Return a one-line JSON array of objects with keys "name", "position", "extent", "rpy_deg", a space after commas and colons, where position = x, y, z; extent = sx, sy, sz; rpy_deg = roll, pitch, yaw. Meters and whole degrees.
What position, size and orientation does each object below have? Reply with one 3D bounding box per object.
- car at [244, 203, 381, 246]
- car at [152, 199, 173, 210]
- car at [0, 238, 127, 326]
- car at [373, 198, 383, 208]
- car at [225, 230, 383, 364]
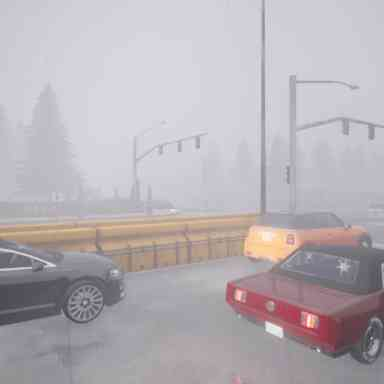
[{"name": "car", "position": [3.885, 1.352, 10.829], "extent": [4.553, 1.767, 2.097], "rpy_deg": [0, 0, -36]}, {"name": "car", "position": [-4.243, 1.563, 43.989], "extent": [1.994, 1.385, 4.181], "rpy_deg": [0, 0, -36]}, {"name": "car", "position": [-3.528, 1.492, 5.522], "extent": [4.902, 1.511, 2.128], "rpy_deg": [0, 0, -36]}, {"name": "car", "position": [25.512, 1.545, 43.749], "extent": [5.357, 1.411, 2.033], "rpy_deg": [0, 0, -35]}, {"name": "car", "position": [2.937, 1.601, 5.848], "extent": [4.718, 1.301, 1.895], "rpy_deg": [0, 0, -36]}]
